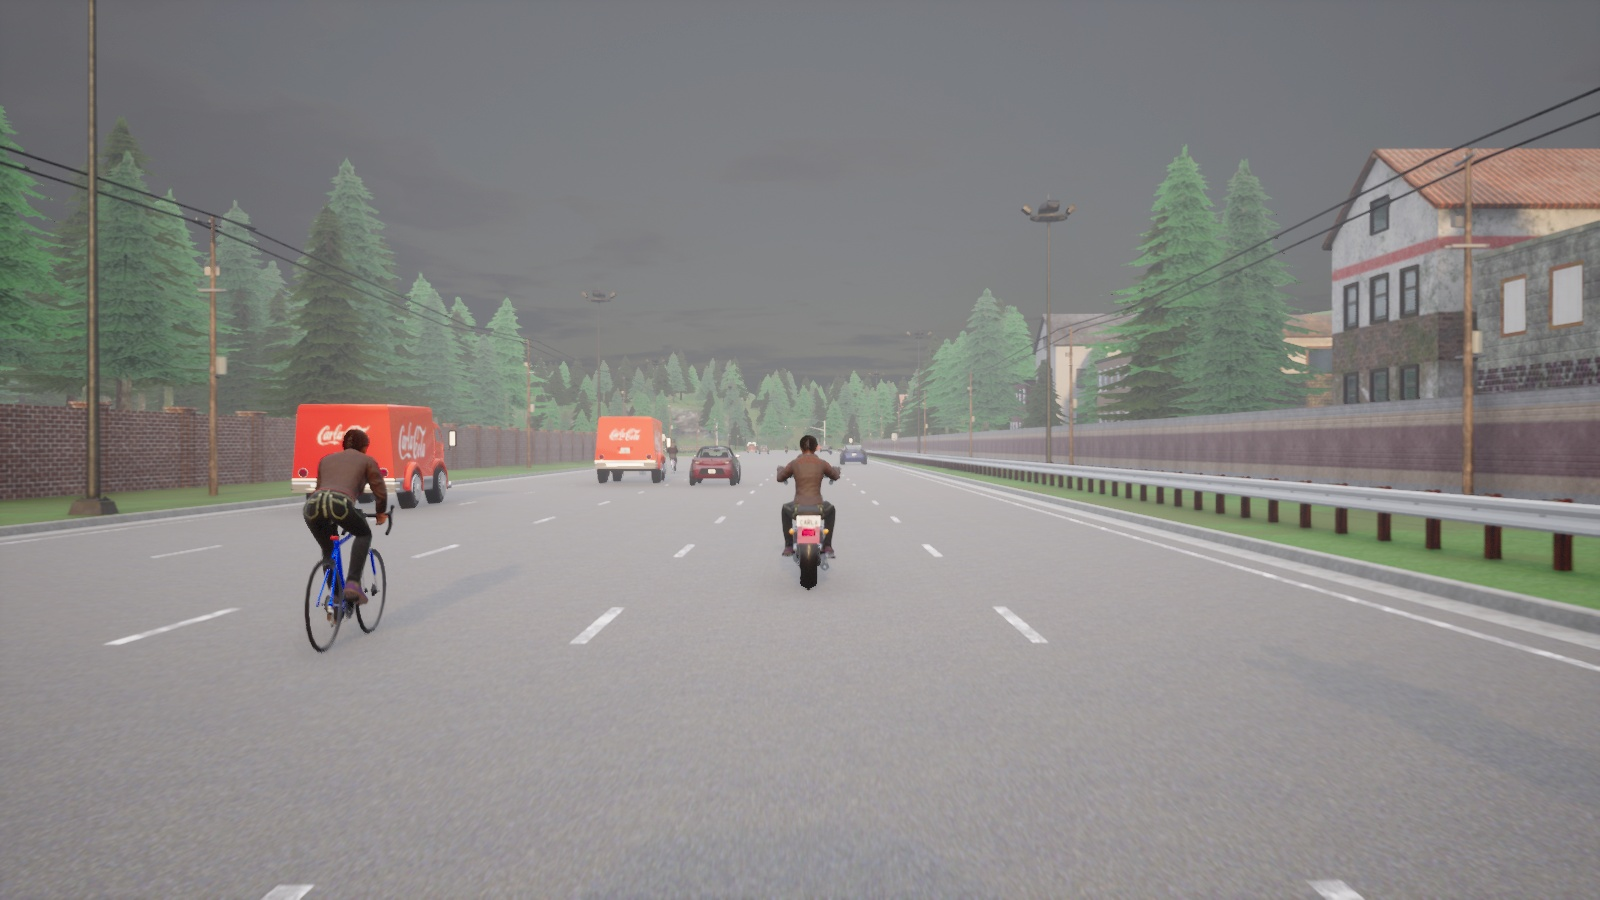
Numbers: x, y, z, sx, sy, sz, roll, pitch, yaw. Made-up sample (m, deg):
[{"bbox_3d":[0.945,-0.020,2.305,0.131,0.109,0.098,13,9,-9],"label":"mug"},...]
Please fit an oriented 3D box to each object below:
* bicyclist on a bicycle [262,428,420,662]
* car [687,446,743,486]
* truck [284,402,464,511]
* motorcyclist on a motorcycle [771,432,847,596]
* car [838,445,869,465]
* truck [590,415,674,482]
[{"bbox_3d":[-3.430,0.660,9.528,0.582,1.620,1.656,0,0,0],"label":"bicyclist on a bicycle"},{"bbox_3d":[-3.211,0.574,48.008,1.816,1.474,4.193,0,0,0],"label":"car"},{"bbox_3d":[-10.308,0.133,30.928,2.627,2.467,5.204,0,0,0],"label":"truck"},{"bbox_3d":[0.094,0.644,13.850,0.766,1.649,2.350,0,0,0],"label":"motorcyclist on a motorcycle"},{"bbox_3d":[4.062,0.382,95.957,2.163,1.488,4.792,0,0,0],"label":"car"},{"bbox_3d":[-6.695,0.018,50.673,2.627,2.467,5.204,0,-3,0],"label":"truck"}]
